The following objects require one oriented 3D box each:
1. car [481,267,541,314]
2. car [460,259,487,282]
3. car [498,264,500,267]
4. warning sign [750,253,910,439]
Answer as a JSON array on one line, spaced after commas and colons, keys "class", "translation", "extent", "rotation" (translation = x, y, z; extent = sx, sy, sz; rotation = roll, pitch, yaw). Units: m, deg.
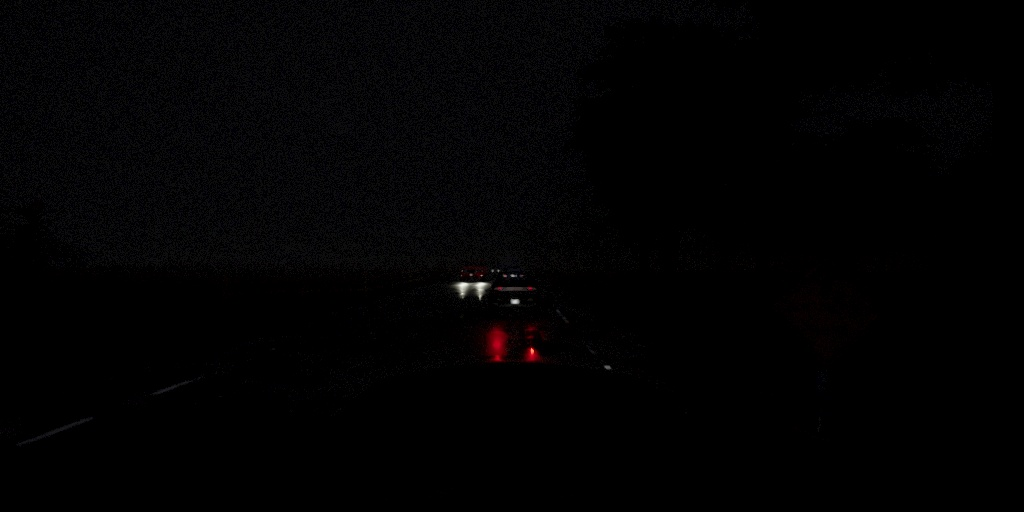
[{"class": "car", "translation": [0.104, 1.365, 14.465], "extent": [2.128, 1.511, 4.902], "rotation": [0, -1, 0]}, {"class": "car", "translation": [-3.565, 1.329, 34.078], "extent": [2.150, 2.045, 5.566], "rotation": [0, -1, 0]}, {"class": "car", "translation": [0.127, 1.608, 30.365], "extent": [2.033, 1.411, 5.357], "rotation": [0, -1, 0]}, {"class": "warning sign", "translation": [3.550, 0.888, 4.134], "extent": [1.300, 1.860, 1.060], "rotation": [0, 0, 0]}]
